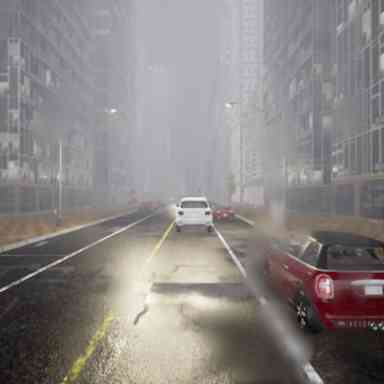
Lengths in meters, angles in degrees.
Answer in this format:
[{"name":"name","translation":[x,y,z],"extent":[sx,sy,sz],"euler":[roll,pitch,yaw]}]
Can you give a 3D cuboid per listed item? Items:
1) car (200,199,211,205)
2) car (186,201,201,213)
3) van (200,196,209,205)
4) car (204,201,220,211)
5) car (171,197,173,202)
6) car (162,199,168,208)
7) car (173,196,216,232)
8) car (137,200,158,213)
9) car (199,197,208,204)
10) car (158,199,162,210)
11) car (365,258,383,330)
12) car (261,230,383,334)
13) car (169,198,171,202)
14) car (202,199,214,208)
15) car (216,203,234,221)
[{"name":"car","translation":[2.779,2.068,69.490],"extent":[1.947,1.339,4.313],"euler":[0,0,0]},{"name":"car","translation":[0.141,1.844,41.928],"extent":[1.812,1.442,4.674],"euler":[0,-1,0]},{"name":"van","translation":[2.786,1.879,75.185],"extent":[1.690,1.788,3.998],"euler":[0,0,0]},{"name":"car","translation":[2.750,1.917,46.722],"extent":[1.947,1.339,4.313],"euler":[0,0,0]},{"name":"car","translation":[-5.574,2.163,92.110],"extent":[1.752,1.417,4.829],"euler":[0,0,0]},{"name":"car","translation":[-5.616,1.971,58.125],"extent":[1.887,1.381,4.507],"euler":[0,0,0]},{"name":"car","translation":[0.129,1.396,21.777],"extent":[2.150,2.045,5.566],"euler":[0,0,0]},{"name":"car","translation":[-5.638,1.855,41.047],"extent":[1.887,1.381,4.507],"euler":[0,0,0]},{"name":"car","translation":[2.793,2.013,80.876],"extent":[1.967,1.590,4.097],"euler":[0,0,0]},{"name":"car","translation":[-5.631,1.932,46.740],"extent":[1.802,1.307,4.206],"euler":[0,0,0]},{"name":"car","translation":[2.693,1.451,1.185],"extent":[1.967,1.590,4.097],"euler":[0,0,0]},{"name":"car","translation":[2.700,1.497,6.877],"extent":[1.967,1.590,4.097],"euler":[0,0,0]},{"name":"car","translation":[-5.609,2.030,63.817],"extent":[1.947,1.339,4.313],"euler":[0,0,0]},{"name":"car","translation":[2.764,1.994,58.106],"extent":[1.947,1.339,4.313],"euler":[0,0,0]},{"name":"car","translation":[2.729,1.776,29.646],"extent":[1.887,1.381,4.507],"euler":[0,0,0]}]
